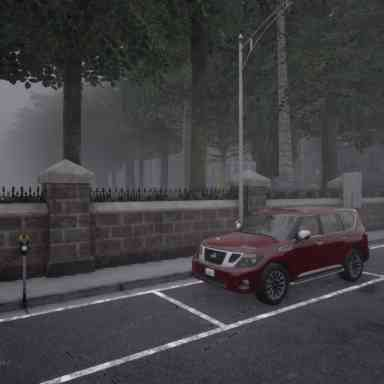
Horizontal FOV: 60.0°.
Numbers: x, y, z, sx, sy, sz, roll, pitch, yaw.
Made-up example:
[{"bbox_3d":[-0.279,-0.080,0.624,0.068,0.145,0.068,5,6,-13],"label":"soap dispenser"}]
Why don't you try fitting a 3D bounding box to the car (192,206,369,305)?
[{"bbox_3d":[2.411,1.314,8.251,5.009,1.841,2.192,0,0,-35],"label":"car"}]
